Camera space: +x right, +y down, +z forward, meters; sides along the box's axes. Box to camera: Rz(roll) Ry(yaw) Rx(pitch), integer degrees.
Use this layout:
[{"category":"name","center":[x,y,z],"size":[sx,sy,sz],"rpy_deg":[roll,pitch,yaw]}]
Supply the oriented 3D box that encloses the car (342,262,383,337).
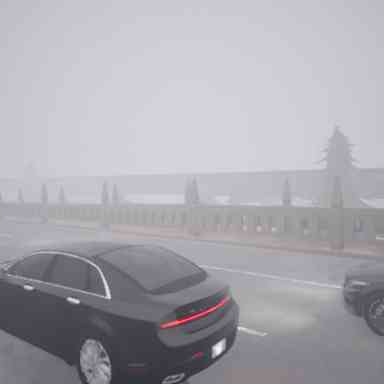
[{"category":"car","center":[4.760,1.527,4.892],"size":[4.674,1.442,1.812],"rpy_deg":[0,0,36]}]

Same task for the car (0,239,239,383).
[{"category":"car","center":[-1.667,1.502,5.179],"size":[4.892,1.490,1.837],"rpy_deg":[0,0,36]}]
